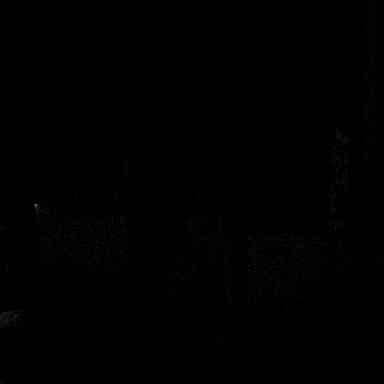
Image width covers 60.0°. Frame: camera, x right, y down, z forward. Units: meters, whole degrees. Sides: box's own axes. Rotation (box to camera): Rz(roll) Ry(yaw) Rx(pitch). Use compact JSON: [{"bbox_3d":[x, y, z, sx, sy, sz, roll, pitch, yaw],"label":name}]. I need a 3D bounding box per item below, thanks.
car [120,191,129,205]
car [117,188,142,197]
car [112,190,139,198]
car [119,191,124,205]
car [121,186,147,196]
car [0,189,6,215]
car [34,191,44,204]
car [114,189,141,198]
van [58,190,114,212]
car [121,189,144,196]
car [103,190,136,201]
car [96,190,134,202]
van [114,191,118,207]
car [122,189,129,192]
[{"bbox_3d":[-10.709,0.950,39.995,5.366,1.575,1.946,2,1,-25],"label":"car"},{"bbox_3d":[-13.113,0.089,69.851,4.553,1.767,2.185,2,2,-24],"label":"car"},{"bbox_3d":[-12.709,0.400,63.858,4.674,1.452,2.002,2,2,-24],"label":"car"},{"bbox_3d":[-10.621,0.992,36.925,5.008,1.535,2.097,2,1,-25],"label":"car"},{"bbox_3d":[-13.798,-0.249,78.795,5.566,2.045,2.435,2,2,-24],"label":"car"},{"bbox_3d":[-14.972,0.730,25.164,2.150,2.045,5.566,1,0,-5],"label":"car"},{"bbox_3d":[-20.392,0.668,42.262,1.837,1.490,4.892,1,1,-4],"label":"car"},{"bbox_3d":[-12.958,0.315,66.838,4.792,1.488,2.163,2,2,-24],"label":"car"},{"bbox_3d":[-10.012,0.841,31.004,4.442,1.987,1.878,2,0,-25],"label":"van"},{"bbox_3d":[-13.586,0.111,75.832,4.674,1.452,2.002,2,1,-24],"label":"car"},{"bbox_3d":[-12.032,0.584,54.885,4.892,1.521,2.231,2,2,-24],"label":"car"},{"bbox_3d":[-11.980,0.649,51.816,5.366,1.575,1.946,2,2,-24],"label":"car"},{"bbox_3d":[-10.264,0.805,33.994,4.442,1.987,1.878,2,0,-25],"label":"van"},{"bbox_3d":[-11.750,0.724,48.824,5.366,1.575,1.946,2,2,-24],"label":"car"}]
